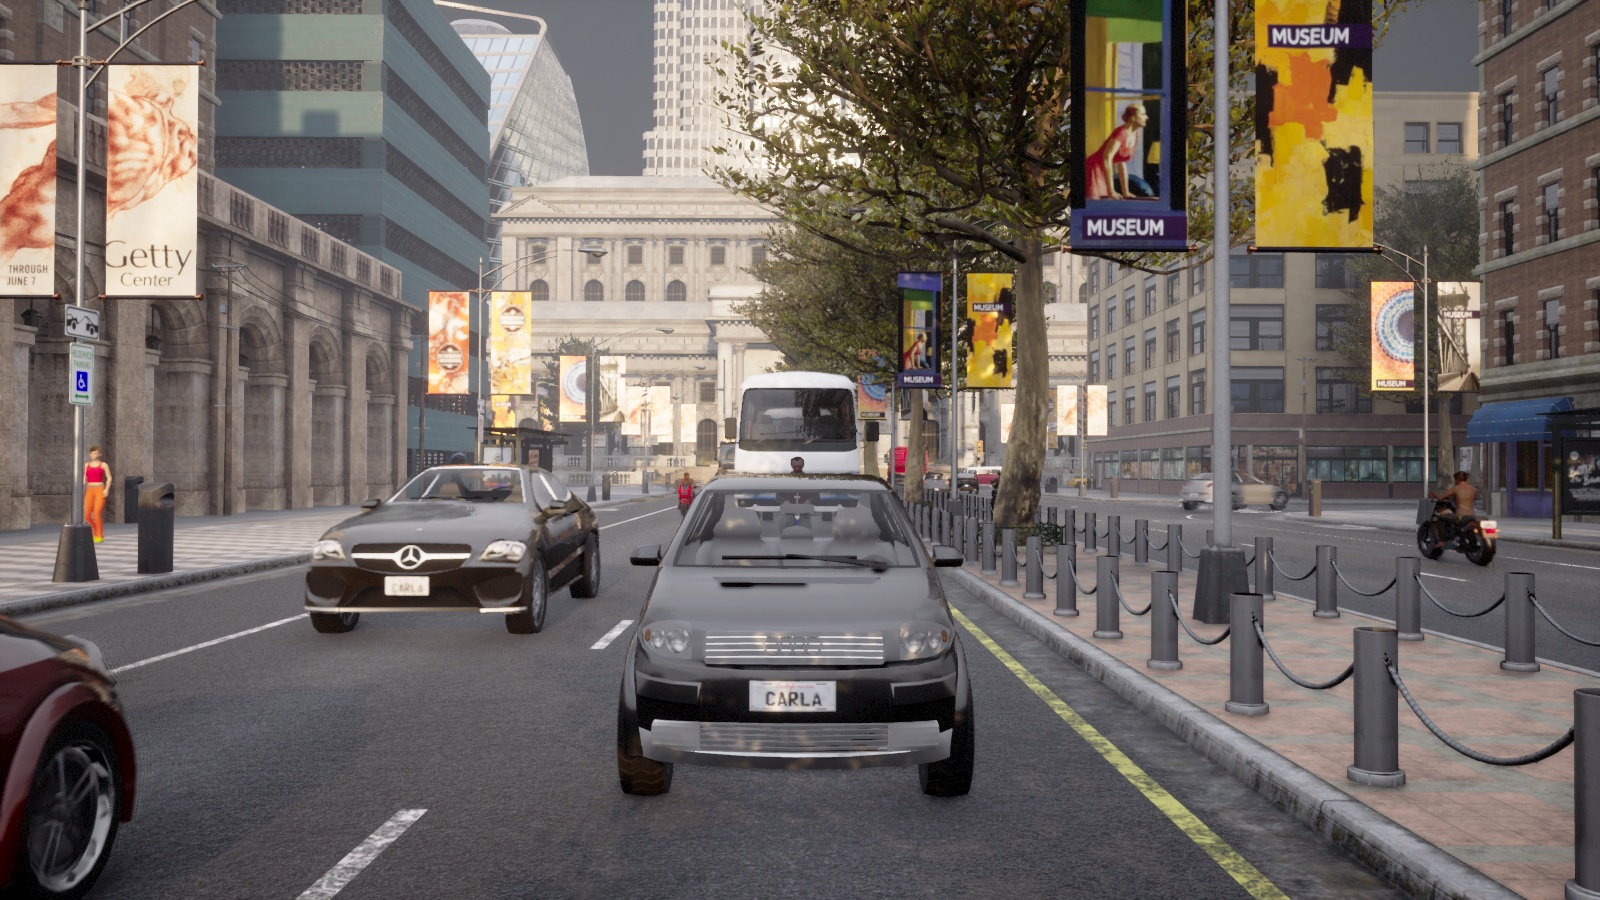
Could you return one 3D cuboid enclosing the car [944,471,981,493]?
[{"bbox_3d":[11.302,2.213,87.519,1.882,1.535,5.008,0,-1,0],"label":"car"}]

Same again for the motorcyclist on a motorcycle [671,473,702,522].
[{"bbox_3d":[-3.567,1.473,39.496,0.797,1.523,2.044,0,-1,0],"label":"motorcyclist on a motorcycle"}]

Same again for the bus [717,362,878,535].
[{"bbox_3d":[-0.066,0.042,36.013,3.944,4.253,10.273,0,-1,0],"label":"bus"}]

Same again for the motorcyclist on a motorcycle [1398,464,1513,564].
[{"bbox_3d":[11.463,1.089,22.057,0.766,1.649,2.350,0,-1,0],"label":"motorcyclist on a motorcycle"}]

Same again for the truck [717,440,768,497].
[{"bbox_3d":[-3.634,1.197,80.615,2.891,3.462,7.936,0,-1,0],"label":"truck"}]

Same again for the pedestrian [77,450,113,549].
[{"bbox_3d":[-13.183,0.918,23.495,0.345,1.836,0.594,0,-1,0],"label":"pedestrian"}]

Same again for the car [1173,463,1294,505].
[{"bbox_3d":[17.884,1.388,51.739,5.027,1.651,2.152,1,-1,-35],"label":"car"}]

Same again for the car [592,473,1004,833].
[{"bbox_3d":[-0.011,0.916,7.315,1.789,1.549,3.705,0,-1,0],"label":"car"}]

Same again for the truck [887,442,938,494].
[{"bbox_3d":[7.820,1.282,88.391,2.891,3.462,7.936,0,-1,0],"label":"truck"}]

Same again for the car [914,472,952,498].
[{"bbox_3d":[7.873,2.045,74.536,1.845,1.501,3.633,0,-1,0],"label":"car"}]

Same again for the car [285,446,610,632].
[{"bbox_3d":[-3.523,0.837,13.723,2.152,1.651,5.027,0,-1,0],"label":"car"}]

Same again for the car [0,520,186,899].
[{"bbox_3d":[-3.499,0.943,2.989,1.994,1.385,4.181,0,-1,0],"label":"car"}]
